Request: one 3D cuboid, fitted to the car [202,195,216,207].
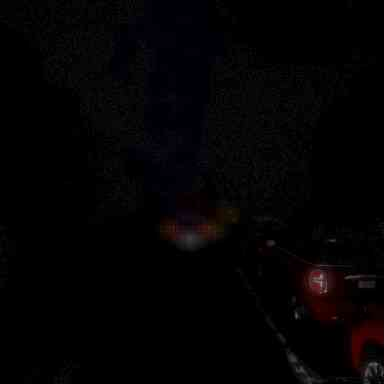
[{"bbox_3d":[2.303,1.229,45.874,1.752,1.417,4.829,0,0,0],"label":"car"}]

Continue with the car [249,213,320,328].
[{"bbox_3d":[2.587,1.389,6.888,1.967,1.590,4.097,0,0,0],"label":"car"}]

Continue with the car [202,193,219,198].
[{"bbox_3d":[2.344,1.051,40.158,2.192,1.841,5.009,0,0,0],"label":"car"}]

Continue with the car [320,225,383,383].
[{"bbox_3d":[2.627,1.304,1.341,2.192,1.841,5.009,0,0,0],"label":"car"}]

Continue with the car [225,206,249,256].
[{"bbox_3d":[2.547,1.453,12.434,1.887,1.381,4.507,0,0,0],"label":"car"}]

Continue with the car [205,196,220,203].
[{"bbox_3d":[2.425,1.351,29.068,2.008,1.369,4.403,0,0,0],"label":"car"}]

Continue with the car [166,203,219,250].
[{"bbox_3d":[-0.047,1.424,13.783,1.812,1.442,4.674,0,1,0],"label":"car"}]

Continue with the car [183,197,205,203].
[{"bbox_3d":[-0.159,1.370,28.194,1.994,1.385,4.181,0,0,0],"label":"car"}]

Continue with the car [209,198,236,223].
[{"bbox_3d":[2.464,1.356,23.694,1.752,1.417,4.829,0,0,0],"label":"car"}]
